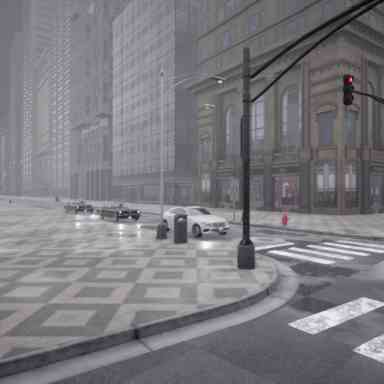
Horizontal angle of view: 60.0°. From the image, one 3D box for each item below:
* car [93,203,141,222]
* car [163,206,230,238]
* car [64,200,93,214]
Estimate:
[{"bbox_3d":[-5.766,1.522,25.891,1.895,1.301,4.718,0,0,-35],"label":"car"},{"bbox_3d":[-0.013,1.475,17.770,1.812,1.442,4.674,0,0,-37],"label":"car"},{"bbox_3d":[-11.646,1.497,34.182,1.895,1.301,4.718,0,0,-35],"label":"car"}]
